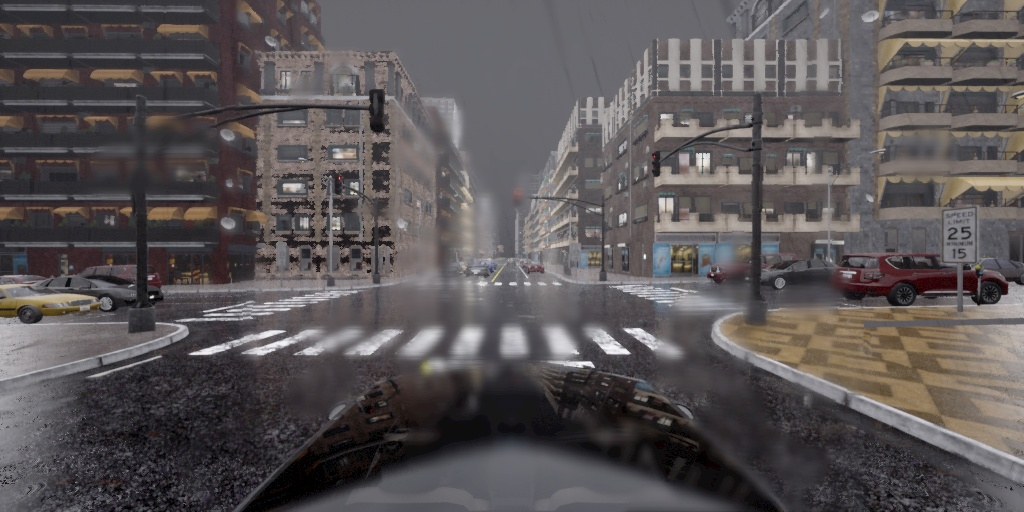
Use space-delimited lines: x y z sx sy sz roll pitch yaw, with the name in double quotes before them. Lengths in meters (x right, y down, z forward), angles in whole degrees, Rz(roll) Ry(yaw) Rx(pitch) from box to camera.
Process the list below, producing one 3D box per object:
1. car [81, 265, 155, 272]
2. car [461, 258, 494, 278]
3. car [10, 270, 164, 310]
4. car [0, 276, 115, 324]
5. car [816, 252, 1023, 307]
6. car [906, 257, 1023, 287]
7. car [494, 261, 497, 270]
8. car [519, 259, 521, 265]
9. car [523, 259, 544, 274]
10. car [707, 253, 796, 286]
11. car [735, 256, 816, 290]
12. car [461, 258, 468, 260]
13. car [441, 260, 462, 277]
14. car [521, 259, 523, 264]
"car" -23.642 1.462 21.069 5.009 1.841 2.192 0 0 -1
"car" -3.172 1.247 34.014 2.128 1.511 4.902 0 0 0
"car" -17.898 1.560 15.370 4.892 1.490 1.837 -1 0 -1
"car" -17.654 1.585 12.786 4.829 1.417 1.751 0 0 -1
"car" 14.685 0.775 13.141 5.009 1.841 2.192 0 0 -1
"car" 24.723 0.807 19.044 5.357 1.411 2.033 -1 0 -1
"car" -3.192 1.237 43.437 1.882 1.535 5.008 0 0 0
"car" 2.565 1.349 57.889 1.802 1.307 4.207 0 0 0
"car" 2.603 1.198 40.842 1.967 1.591 4.097 0 0 0
"car" 14.531 0.759 21.520 5.009 1.841 2.192 0 0 -1
"car" 14.933 0.947 18.933 4.892 1.490 1.837 -1 0 -1
"car" -5.777 1.284 40.651 1.751 1.417 4.829 0 0 0
"car" -5.765 1.322 35.139 1.948 1.339 4.313 0 0 0
"car" 2.590 1.200 46.524 1.967 1.591 4.097 0 0 0
